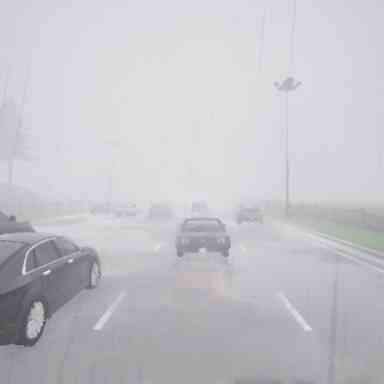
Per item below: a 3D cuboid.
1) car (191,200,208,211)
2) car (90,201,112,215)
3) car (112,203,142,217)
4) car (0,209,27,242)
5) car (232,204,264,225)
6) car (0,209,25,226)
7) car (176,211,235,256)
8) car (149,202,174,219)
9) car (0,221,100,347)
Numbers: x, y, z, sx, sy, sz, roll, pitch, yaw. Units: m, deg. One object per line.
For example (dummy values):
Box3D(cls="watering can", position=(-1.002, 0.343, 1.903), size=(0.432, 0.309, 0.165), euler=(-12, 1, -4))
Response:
Box3D(cls="car", position=(0.903, 1.675, 40.549), size=(1.882, 1.535, 5.008), euler=(0, 0, 1))
Box3D(cls="car", position=(-9.652, 1.733, 36.631), size=(2.033, 1.411, 5.357), euler=(0, 0, 1))
Box3D(cls="car", position=(-6.211, 1.767, 33.171), size=(1.895, 1.301, 4.718), euler=(0, 0, 1))
Box3D(cls="car", position=(-10.044, 1.631, 15.462), size=(2.033, 1.411, 5.357), euler=(0, 0, 1))
Box3D(cls="car", position=(4.142, 1.612, 25.147), size=(2.128, 1.511, 4.902), euler=(0, 0, 1))
Box3D(cls="car", position=(-6.656, 1.275, 9.509), size=(2.150, 2.045, 5.566), euler=(0, 0, 1))
Box3D(cls="car", position=(0.418, 1.666, 13.340), size=(1.895, 1.301, 4.718), euler=(0, 0, 1))
Box3D(cls="car", position=(-2.762, 1.642, 30.360), size=(2.128, 1.511, 4.902), euler=(0, 0, 1))
Box3D(cls="car", position=(-3.215, 1.541, 6.380), size=(1.837, 1.490, 4.892), euler=(0, 0, 1))
